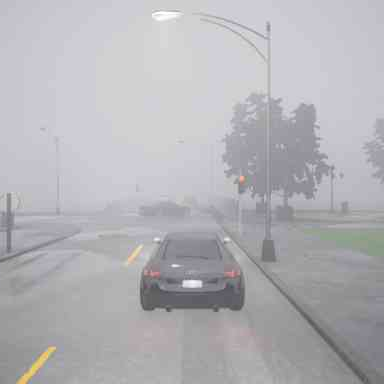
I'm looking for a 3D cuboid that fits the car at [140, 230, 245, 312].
[{"bbox_3d":[0.004,1.563,7.779,1.994,1.385,4.181,0,0,0],"label":"car"}]

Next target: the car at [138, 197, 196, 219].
[{"bbox_3d":[-2.356,1.474,29.130,5.008,1.535,1.882,0,1,-44],"label":"car"}]

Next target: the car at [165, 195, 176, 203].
[{"bbox_3d":[-4.554,1.516,71.489,2.128,1.511,4.902,0,0,0],"label":"car"}]

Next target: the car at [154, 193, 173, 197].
[{"bbox_3d":[-4.495,1.215,50.995,2.150,2.045,5.566,0,0,-1],"label":"car"}]

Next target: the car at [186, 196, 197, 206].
[{"bbox_3d":[-0.310,1.345,53.165,2.097,1.767,4.553,0,0,0],"label":"car"}]
